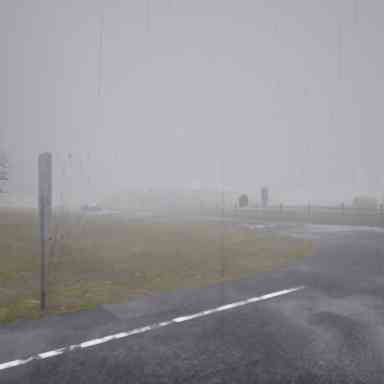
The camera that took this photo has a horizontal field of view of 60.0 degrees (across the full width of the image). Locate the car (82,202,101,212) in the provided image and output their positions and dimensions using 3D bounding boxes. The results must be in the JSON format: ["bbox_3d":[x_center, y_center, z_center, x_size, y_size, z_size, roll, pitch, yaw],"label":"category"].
[{"bbox_3d":[-15.811,2.370,52.272,1.812,1.442,4.674,0,-1,-36],"label":"car"}]
